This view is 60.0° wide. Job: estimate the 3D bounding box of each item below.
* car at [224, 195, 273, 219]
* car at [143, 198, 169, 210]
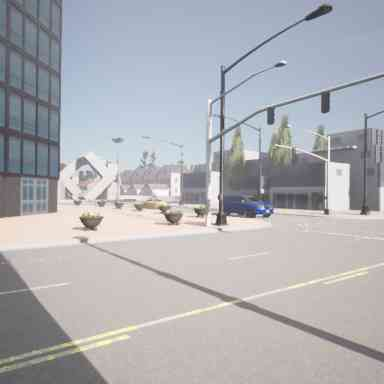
[{"bbox_3d":[4.950,1.308,30.942,2.150,2.045,5.566,1,-1,-35],"label":"car"},{"bbox_3d":[-4.940,1.602,45.210,1.882,1.535,5.008,1,-1,-35],"label":"car"}]
